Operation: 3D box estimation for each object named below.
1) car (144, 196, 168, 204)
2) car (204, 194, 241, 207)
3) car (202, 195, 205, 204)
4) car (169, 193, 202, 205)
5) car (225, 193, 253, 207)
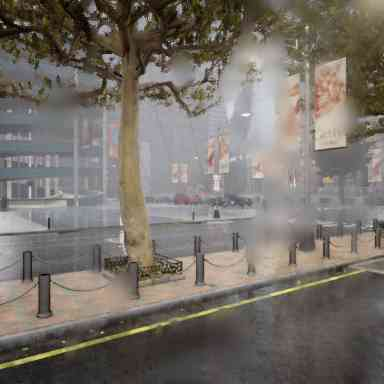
[{"bbox_3d":[-7.692,1.505,66.427,4.892,1.490,1.837,0,0,43],"label":"car"},{"bbox_3d":[4.572,1.491,50.696,2.128,1.511,4.902,0,0,-35],"label":"car"},{"bbox_3d":[1.486,1.352,60.933,2.097,1.767,4.553,0,0,-37],"label":"car"},{"bbox_3d":[-1.175,1.221,58.707,2.150,2.045,5.566,0,0,-36],"label":"car"},{"bbox_3d":[7.184,1.221,53.067,2.150,2.045,5.566,0,0,-36],"label":"car"}]
